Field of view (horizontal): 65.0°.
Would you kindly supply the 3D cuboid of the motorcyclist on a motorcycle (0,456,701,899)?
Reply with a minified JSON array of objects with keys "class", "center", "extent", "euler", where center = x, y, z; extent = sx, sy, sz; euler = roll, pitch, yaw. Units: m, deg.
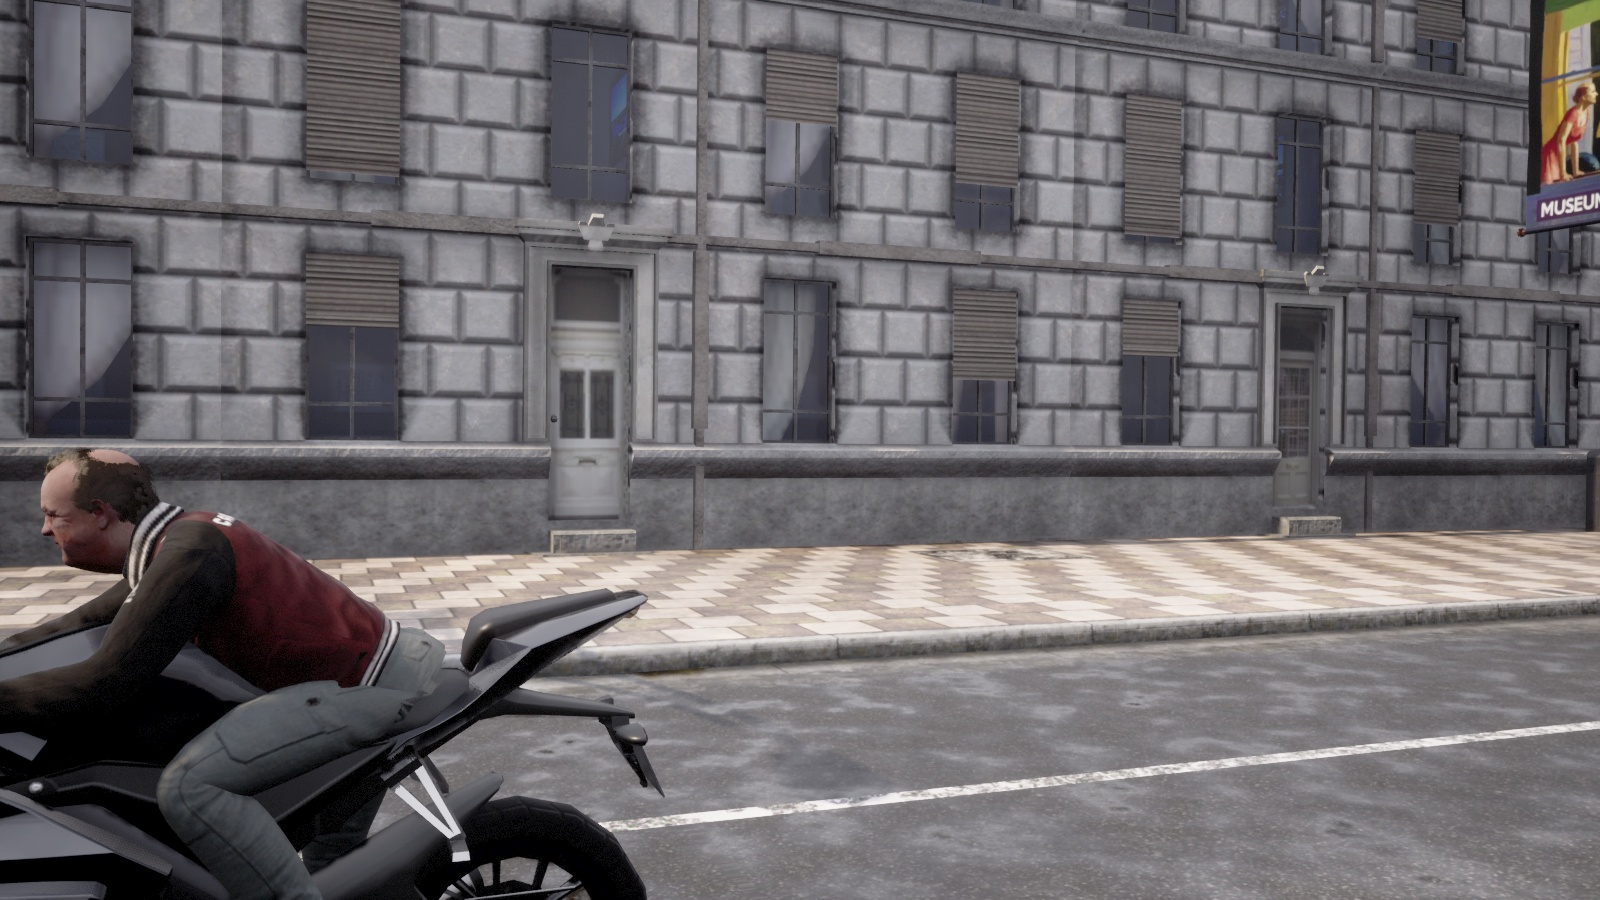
[{"class":"motorcyclist on a motorcycle","center":[-1.392,0.804,2.711],"extent":[2.191,1.530,0.866],"euler":[-1,1,-21]}]

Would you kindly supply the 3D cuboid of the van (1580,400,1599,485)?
[{"class":"van","center":[20.632,-0.169,28.626],"extent":[2.069,2.038,4.480],"euler":[-1,1,-21]}]
